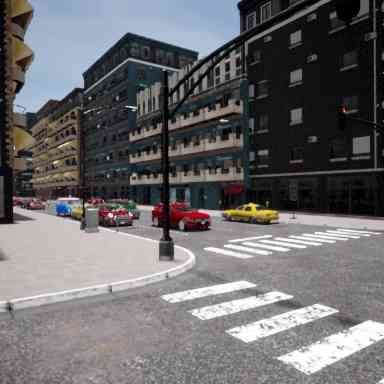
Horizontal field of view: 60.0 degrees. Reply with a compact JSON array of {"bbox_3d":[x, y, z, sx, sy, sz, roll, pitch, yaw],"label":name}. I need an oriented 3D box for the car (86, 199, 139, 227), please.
[{"bbox_3d":[-5.806,1.553,23.948,1.967,1.590,4.097,-1,1,-35],"label":"car"}]

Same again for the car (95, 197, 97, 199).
[{"bbox_3d":[-15.043,1.502,51.344,1.967,1.590,4.097,-1,1,-35],"label":"car"}]

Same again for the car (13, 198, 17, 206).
[{"bbox_3d":[-31.501,1.782,60.003,1.887,1.381,4.507,-1,1,-35],"label":"car"}]

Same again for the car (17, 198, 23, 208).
[{"bbox_3d":[-25.076,1.769,50.989,1.947,1.339,4.313,-1,1,-35],"label":"car"}]

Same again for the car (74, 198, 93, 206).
[{"bbox_3d":[-18.253,1.643,55.852,1.947,1.339,4.313,-1,1,-35],"label":"car"}]

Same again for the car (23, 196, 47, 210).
[{"bbox_3d":[-21.866,1.628,46.481,1.967,1.590,4.097,-1,1,-35],"label":"car"}]

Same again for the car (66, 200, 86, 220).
[{"bbox_3d":[-8.918,1.652,28.317,1.752,1.417,4.829,-1,1,-35],"label":"car"}]

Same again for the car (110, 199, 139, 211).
[{"bbox_3d":[-8.617,1.581,42.331,2.008,1.369,4.403,-1,1,-35],"label":"car"}]

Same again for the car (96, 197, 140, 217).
[{"bbox_3d":[-6.320,1.437,29.131,2.097,1.767,4.553,-1,0,-35],"label":"car"}]

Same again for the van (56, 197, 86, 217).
[{"bbox_3d":[-12.232,1.483,32.960,1.690,1.788,3.998,-1,1,-35],"label":"van"}]

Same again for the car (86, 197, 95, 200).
[{"bbox_3d":[-13.627,1.610,39.414,2.128,1.511,4.902,-1,0,-35],"label":"car"}]

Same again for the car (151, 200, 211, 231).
[{"bbox_3d":[-0.804,1.538,21.403,1.882,1.535,5.008,-1,0,-36],"label":"car"}]

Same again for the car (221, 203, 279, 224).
[{"bbox_3d":[4.132,1.498,24.443,1.752,1.417,4.829,-1,1,-35],"label":"car"}]

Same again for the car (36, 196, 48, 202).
[{"bbox_3d":[-37.525,1.728,82.893,1.887,1.381,4.507,-1,1,-35],"label":"car"}]

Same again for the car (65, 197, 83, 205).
[{"bbox_3d":[-21.465,1.645,60.359,2.008,1.369,4.403,-1,1,-35],"label":"car"}]
